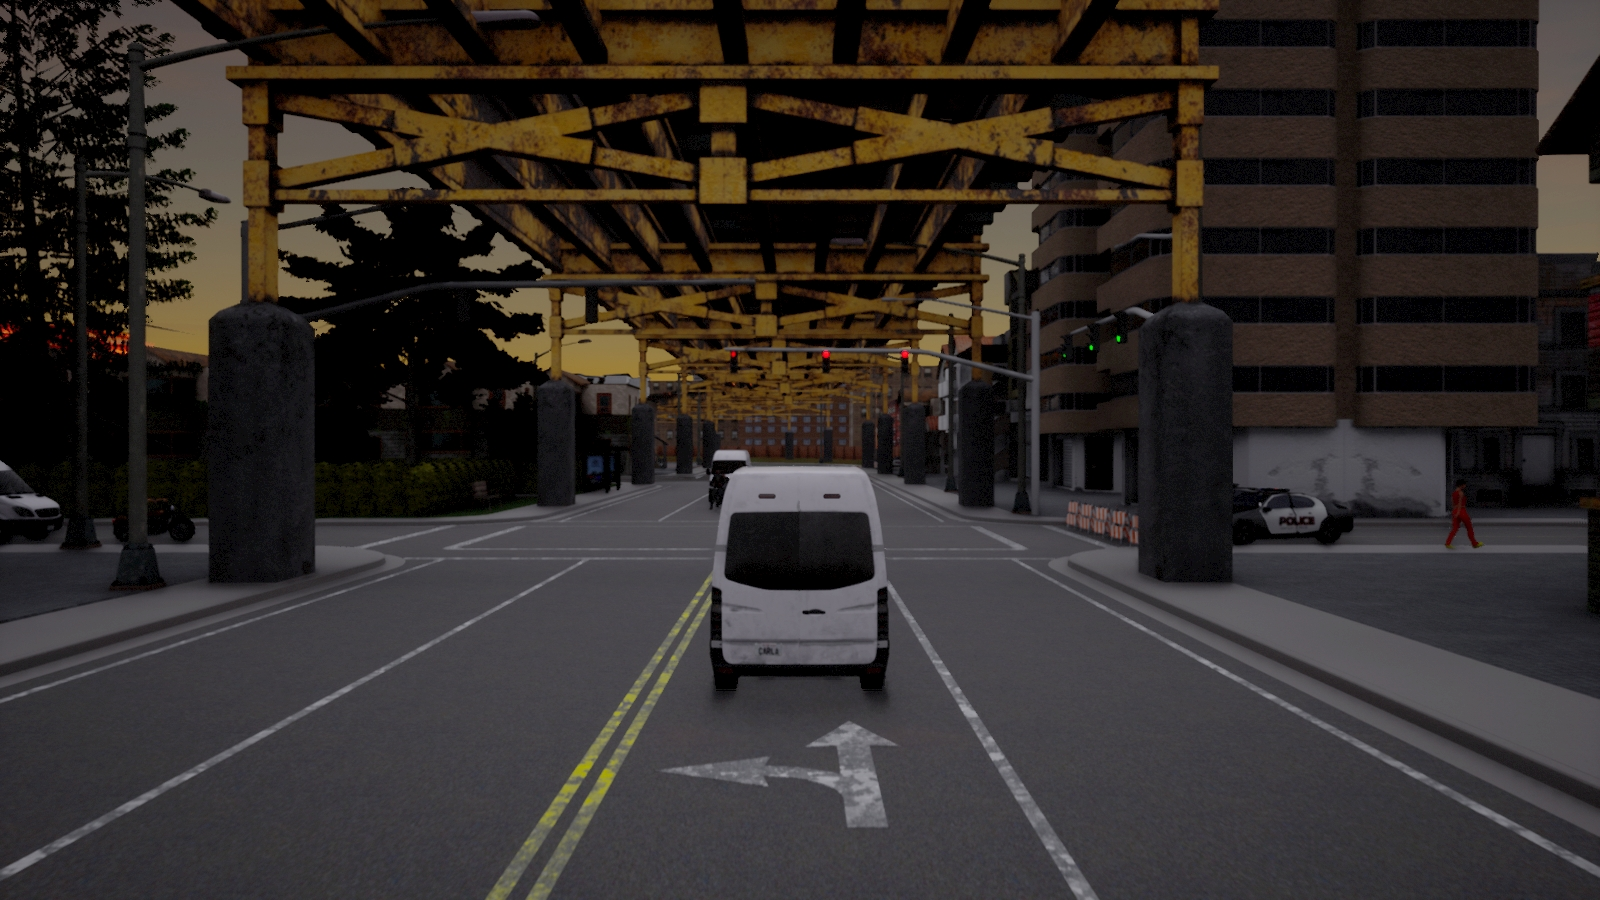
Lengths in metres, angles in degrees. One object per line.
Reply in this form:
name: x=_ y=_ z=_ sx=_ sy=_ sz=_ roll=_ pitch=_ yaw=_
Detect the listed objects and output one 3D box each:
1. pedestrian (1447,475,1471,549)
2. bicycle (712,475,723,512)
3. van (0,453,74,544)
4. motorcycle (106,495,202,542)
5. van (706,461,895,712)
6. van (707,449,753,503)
pedestrian: x=16.679 y=1.563 z=28.928 sx=0.375 sy=1.860 sz=0.375 roll=0 pitch=0 yaw=-3
bicycle: x=-3.511 y=1.824 z=48.699 sx=0.329 sy=1.496 sz=1.835 roll=0 pitch=0 yaw=1
van: x=-24.759 y=1.379 z=33.337 sx=5.915 sy=2.561 sz=1.988 roll=0 pitch=0 yaw=0
motorcycle: x=-18.819 y=1.987 z=33.315 sx=2.356 sy=1.332 sz=0.764 roll=0 pitch=0 yaw=0
van: x=0.004 y=1.461 z=14.970 sx=1.988 sy=2.561 sz=5.915 roll=0 pitch=0 yaw=0
van: x=-3.515 y=1.267 z=58.490 sx=1.988 sy=2.561 sz=5.915 roll=0 pitch=0 yaw=0
